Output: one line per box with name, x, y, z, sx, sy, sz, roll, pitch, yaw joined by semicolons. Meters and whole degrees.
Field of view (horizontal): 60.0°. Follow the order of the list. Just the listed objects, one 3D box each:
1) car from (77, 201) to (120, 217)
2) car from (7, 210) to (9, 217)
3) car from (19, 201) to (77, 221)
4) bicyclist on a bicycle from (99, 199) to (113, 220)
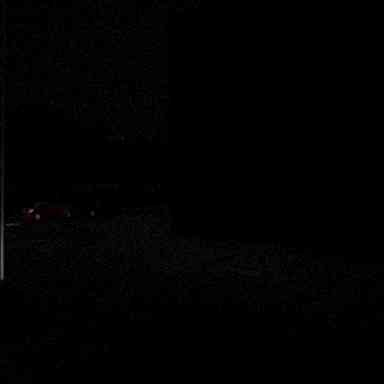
car;-8.972;1.585;32.135;1.887;1.381;4.507;0;0;36
car;-15.328;1.597;23.246;1.887;1.381;4.507;0;0;36
car;-12.152;1.486;27.691;1.967;1.590;4.097;0;0;36
bicyclist on a bicycle;-6.657;1.342;25.670;1.656;1.620;0.582;0;0;36
